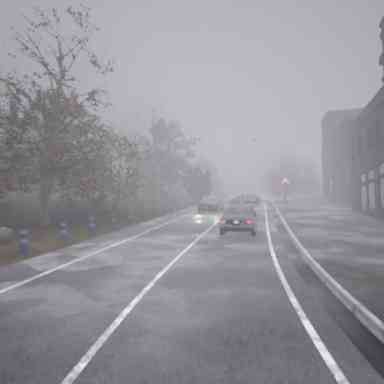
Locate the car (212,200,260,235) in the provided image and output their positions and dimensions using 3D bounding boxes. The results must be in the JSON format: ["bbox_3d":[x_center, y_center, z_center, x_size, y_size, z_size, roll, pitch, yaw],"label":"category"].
[{"bbox_3d":[2.589,1.411,18.144,2.033,1.411,5.357,-1,1,12],"label":"car"}]

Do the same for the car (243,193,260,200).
[{"bbox_3d":[7.553,0.851,42.019,1.994,1.385,4.181,-1,1,12],"label":"car"}]

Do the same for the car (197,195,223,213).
[{"bbox_3d":[1.777,1.080,31.190,1.882,1.535,5.008,-1,1,12],"label":"car"}]
